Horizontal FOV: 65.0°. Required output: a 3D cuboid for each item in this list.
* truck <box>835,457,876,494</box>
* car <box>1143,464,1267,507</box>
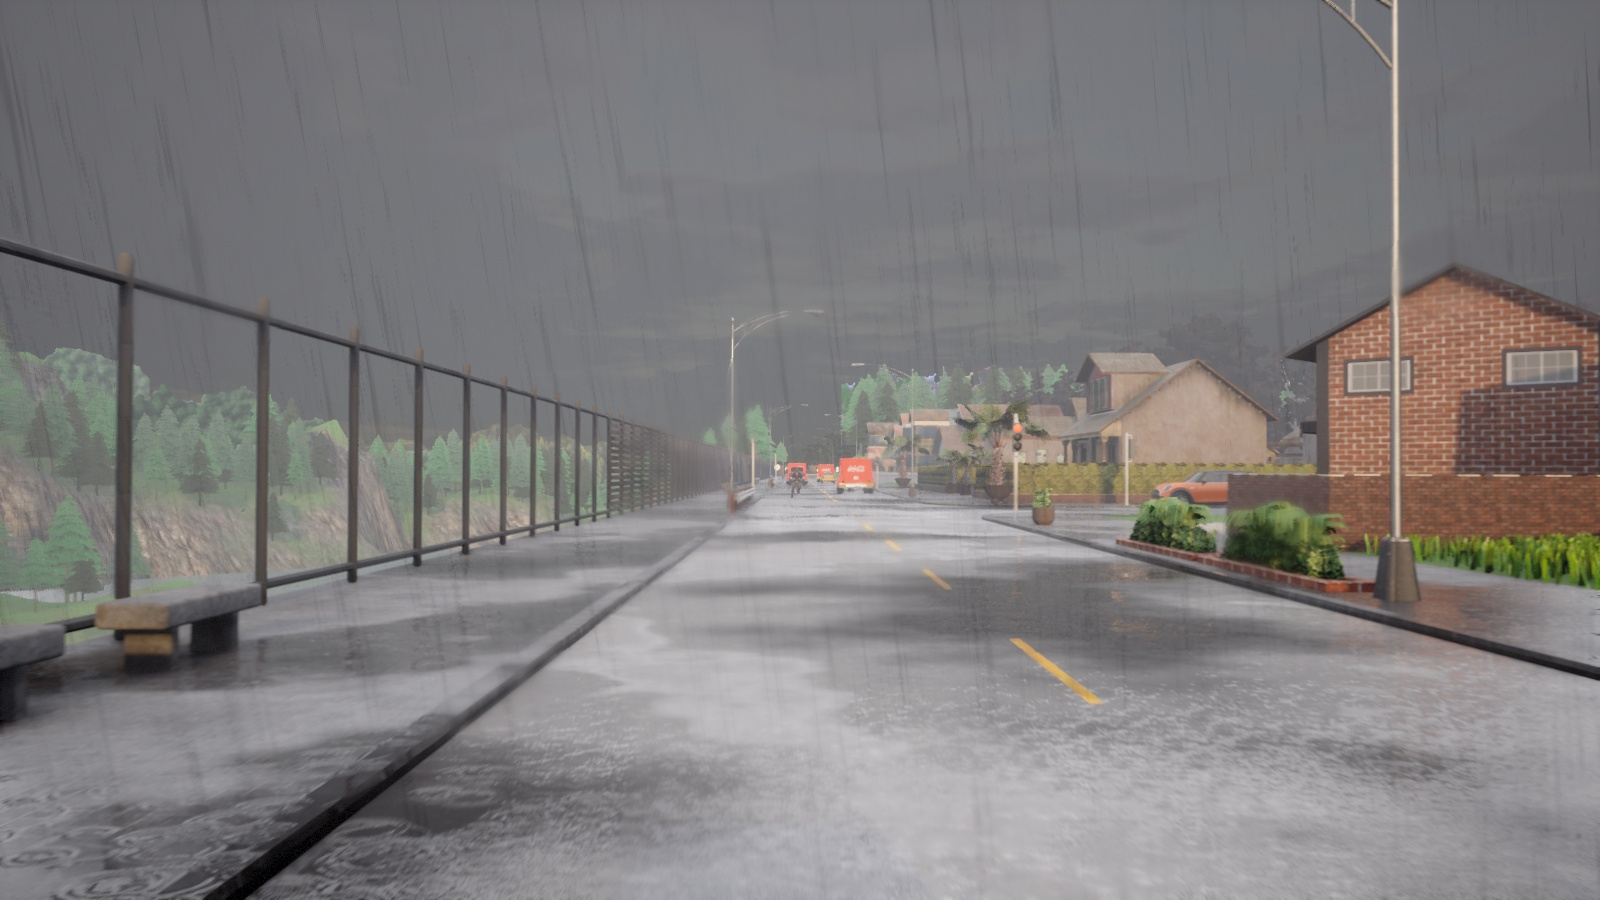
[{"bbox_3d":[3.797,1.766,86.768,2.627,2.467,5.204,0,-1,0],"label":"truck"},{"bbox_3d":[17.102,1.496,53.229,4.553,1.767,2.097,0,-1,0],"label":"car"}]
